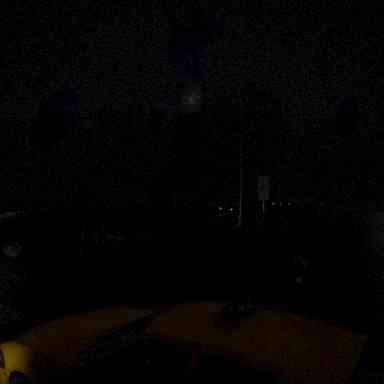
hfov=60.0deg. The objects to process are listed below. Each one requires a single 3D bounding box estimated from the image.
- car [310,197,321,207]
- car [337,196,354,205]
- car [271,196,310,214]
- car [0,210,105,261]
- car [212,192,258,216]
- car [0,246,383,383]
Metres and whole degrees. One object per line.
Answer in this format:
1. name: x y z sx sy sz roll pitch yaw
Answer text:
1. car: 17.057 1.350 47.802 2.033 1.411 5.357 0 0 36
2. car: 24.727 1.353 53.499 2.128 1.511 4.902 0 -1 36
3. car: 9.512 1.147 32.576 2.097 1.767 4.553 0 0 36
4. car: -5.445 1.372 11.988 1.882 1.535 5.008 0 1 36
5. car: 4.001 1.020 30.007 2.150 2.045 5.566 0 0 36
6. car: 0.132 1.523 2.718 4.829 1.417 1.752 0 0 36
